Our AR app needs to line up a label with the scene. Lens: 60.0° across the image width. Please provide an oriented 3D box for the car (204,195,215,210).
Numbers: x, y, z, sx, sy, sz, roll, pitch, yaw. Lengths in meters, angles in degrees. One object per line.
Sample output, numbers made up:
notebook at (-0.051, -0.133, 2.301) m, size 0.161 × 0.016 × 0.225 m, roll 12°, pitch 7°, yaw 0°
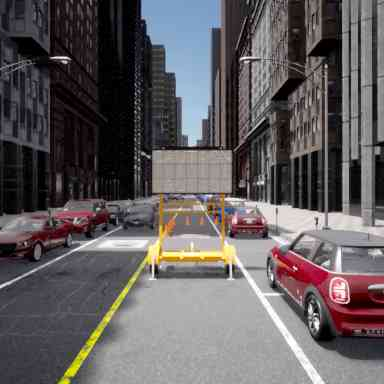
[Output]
car at (2.719, 1.318, 34.690) m, size 2.192 × 1.841 × 5.009 m, roll 0°, pitch 0°, yaw 0°

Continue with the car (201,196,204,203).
car at (2.703, 1.571, 45.963) m, size 1.947 × 1.339 × 4.313 m, roll 0°, pitch 0°, yaw 0°

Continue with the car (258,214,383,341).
car at (2.755, 1.441, 6.505) m, size 1.967 × 1.590 × 4.097 m, roll 0°, pitch 0°, yaw 0°

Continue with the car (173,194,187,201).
car at (-3.117, 1.580, 87.347) m, size 1.994 × 1.385 × 4.181 m, roll 0°, pitch 0°, yaw 0°

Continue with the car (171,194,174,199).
car at (-5.882, 1.333, 91.031) m, size 2.192 × 1.841 × 5.009 m, roll 0°, pitch 0°, yaw 0°

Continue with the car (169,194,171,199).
car at (-5.852, 1.533, 68.315) m, size 1.752 × 1.417 × 4.829 m, roll 0°, pitch 0°, yaw 0°

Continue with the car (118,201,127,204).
car at (-5.792, 1.568, 23.395) m, size 1.947 × 1.339 × 4.313 m, roll 0°, pitch 0°, yaw 0°

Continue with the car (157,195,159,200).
car at (-5.822, 1.530, 45.770) m, size 1.752 × 1.417 × 4.829 m, roll 0°, pitch 0°, yaw 0°

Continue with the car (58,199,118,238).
car at (-5.784, 1.316, 17.758) m, size 2.192 × 1.841 × 5.009 m, roll 0°, pitch 0°, yaw 0°

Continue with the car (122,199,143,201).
car at (-5.799, 1.443, 29.032) m, size 1.967 × 1.590 × 4.097 m, roll 0°, pitch 0°, yaw 0°

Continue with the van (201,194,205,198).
van at (2.696, 1.347, 51.600) m, size 1.690 × 1.788 × 3.998 m, roll 0°, pitch 0°, yaw 0°

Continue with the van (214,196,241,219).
van at (2.733, 1.343, 23.416) m, size 1.690 × 1.788 × 3.998 m, roll 0°, pitch 0°, yaw 0°

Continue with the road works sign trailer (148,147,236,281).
road works sign trailer at (0.001, 0.465, 9.865) m, size 2.380 × 3.560 × 2.880 m, roll 0°, pitch 0°, yaw 0°

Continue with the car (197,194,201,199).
car at (2.665, 1.555, 74.146) m, size 1.887 × 1.381 × 4.507 m, roll 0°, pitch 0°, yaw 0°

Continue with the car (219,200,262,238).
car at (2.740, 1.442, 17.779) m, size 1.967 × 1.590 × 4.097 m, roll 0°, pitch 0°, yaw 0°

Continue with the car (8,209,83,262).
car at (-5.777, 1.546, 12.122) m, size 1.887 × 1.381 × 4.507 m, roll 0°, pitch 0°, yaw 0°

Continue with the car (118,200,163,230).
car at (-3.130, 1.507, 21.152) m, size 1.837 × 1.490 × 4.892 m, roll 0°, pitch 0°, yaw 0°

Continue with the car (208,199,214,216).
car at (2.725, 1.547, 29.052) m, size 1.887 × 1.381 × 4.507 m, roll 0°, pitch 0°, yaw 0°

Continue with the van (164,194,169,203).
van at (-5.844, 1.348, 62.849) m, size 1.690 × 1.788 × 3.998 m, roll 0°, pitch 0°, yaw 0°

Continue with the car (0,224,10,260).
car at (-5.770, 1.566, 6.486) m, size 1.947 × 1.339 × 4.313 m, roll 0°, pitch 0°, yaw 0°

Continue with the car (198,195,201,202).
car at (2.680, 1.573, 62.873) m, size 1.947 × 1.339 × 4.313 m, roll 0°, pitch 0°, yaw 0°

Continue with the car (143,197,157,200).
car at (-5.815, 1.555, 40.304) m, size 2.008 × 1.369 × 4.403 m, roll 0°, pitch 0°, yaw 0°

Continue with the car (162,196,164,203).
car at (-5.829, 1.446, 51.576) m, size 1.967 × 1.590 × 4.097 m, roll 0°, pitch 0°, yaw 0°
